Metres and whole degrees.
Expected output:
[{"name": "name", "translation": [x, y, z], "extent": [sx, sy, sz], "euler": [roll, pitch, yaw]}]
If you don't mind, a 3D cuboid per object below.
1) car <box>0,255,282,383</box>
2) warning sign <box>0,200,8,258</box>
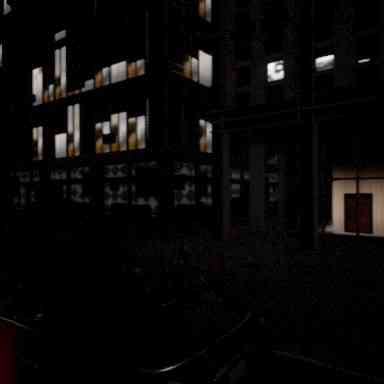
[{"name": "car", "translation": [-1.220, 1.458, 3.745], "extent": [4.097, 1.590, 1.967], "euler": [0, 0, 36]}, {"name": "warning sign", "translation": [-6.834, 1.183, 10.670], "extent": [1.060, 1.860, 1.300], "euler": [0, 0, 36]}]
